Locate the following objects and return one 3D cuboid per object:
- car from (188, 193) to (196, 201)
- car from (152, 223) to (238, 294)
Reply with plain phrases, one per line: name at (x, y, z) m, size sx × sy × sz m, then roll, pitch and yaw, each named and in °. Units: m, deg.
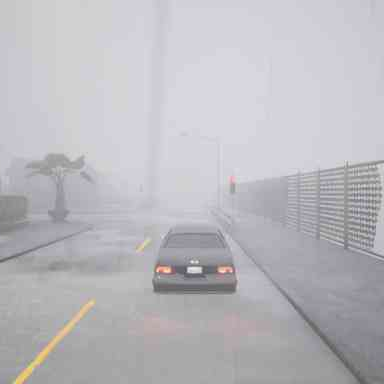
car at (0.065, 1.225, 87.015) m, size 2.150 × 2.045 × 5.566 m, roll 0°, pitch 0°, yaw 0°
car at (0.070, 1.547, 8.911) m, size 2.033 × 1.411 × 5.357 m, roll 0°, pitch 0°, yaw 1°
